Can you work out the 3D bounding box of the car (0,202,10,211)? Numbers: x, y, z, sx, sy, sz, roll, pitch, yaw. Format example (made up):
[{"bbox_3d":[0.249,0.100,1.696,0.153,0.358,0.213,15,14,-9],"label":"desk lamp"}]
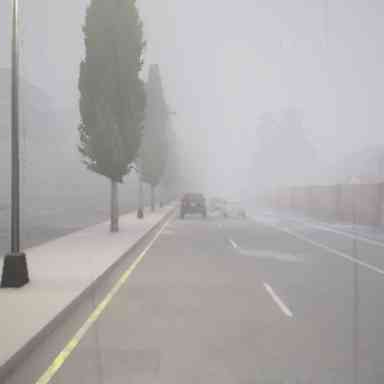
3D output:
[{"bbox_3d":[-20.101,1.121,31.906,4.718,1.301,1.895,5,0,3],"label":"car"}]

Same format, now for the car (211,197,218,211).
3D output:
[{"bbox_3d":[3.605,1.464,38.767,1.895,1.301,4.718,0,0,0],"label":"car"}]

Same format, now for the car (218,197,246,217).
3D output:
[{"bbox_3d":[3.613,1.422,29.481,1.812,1.442,4.674,0,0,0],"label":"car"}]

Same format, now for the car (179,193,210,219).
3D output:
[{"bbox_3d":[0.113,1.121,28.375,2.150,2.045,5.566,0,0,0],"label":"car"}]

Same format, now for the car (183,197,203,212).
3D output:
[{"bbox_3d":[0.103,1.356,38.533,2.128,1.511,4.902,0,0,0],"label":"car"}]

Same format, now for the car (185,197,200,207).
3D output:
[{"bbox_3d":[0.046,1.394,47.952,1.994,1.385,4.181,0,0,0],"label":"car"}]
